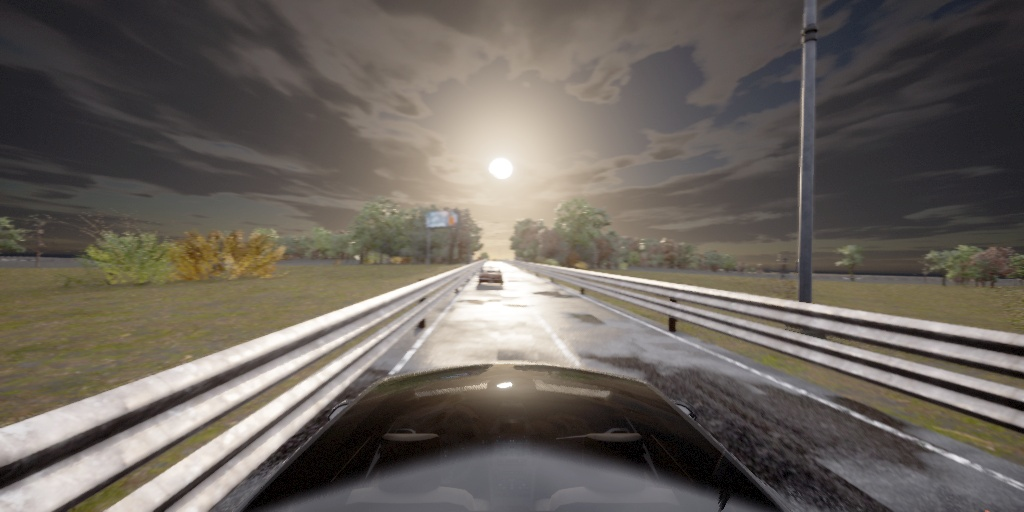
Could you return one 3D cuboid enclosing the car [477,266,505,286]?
[{"bbox_3d":[-1.530,1.429,26.081,1.895,1.301,4.718,1,0,-3],"label":"car"}]
